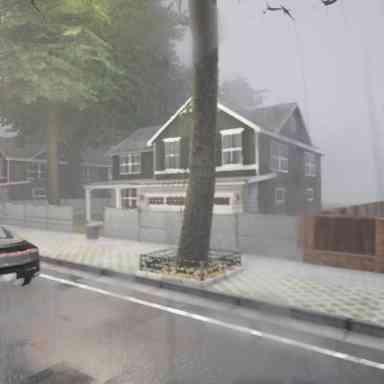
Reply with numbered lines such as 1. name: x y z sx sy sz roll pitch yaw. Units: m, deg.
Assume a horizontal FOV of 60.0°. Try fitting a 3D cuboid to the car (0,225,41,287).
1. car: -5.598 1.467 7.982 4.902 1.511 2.128 0 0 36
